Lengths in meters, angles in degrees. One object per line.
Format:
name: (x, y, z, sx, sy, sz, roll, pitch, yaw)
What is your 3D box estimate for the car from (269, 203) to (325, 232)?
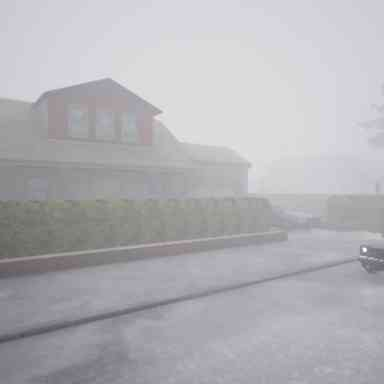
car: (4.639, 1.341, 18.701, 2.033, 1.415, 5.357, 0, 0, -33)

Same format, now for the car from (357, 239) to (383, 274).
car: (6.676, 1.589, 9.343, 4.718, 1.301, 1.895, 0, 0, -35)
